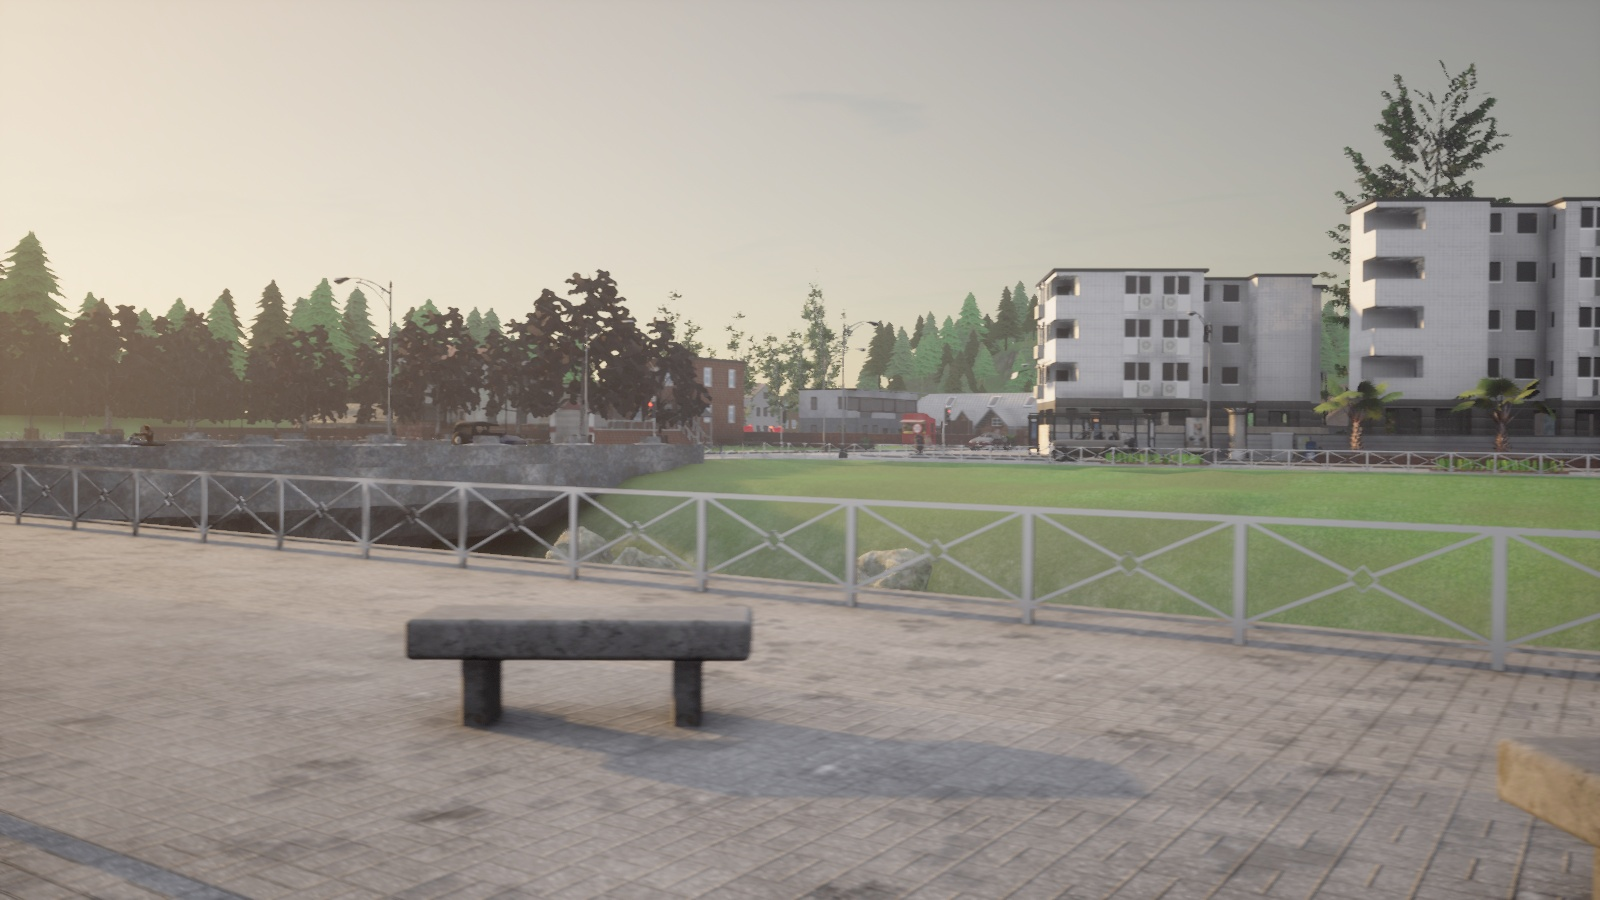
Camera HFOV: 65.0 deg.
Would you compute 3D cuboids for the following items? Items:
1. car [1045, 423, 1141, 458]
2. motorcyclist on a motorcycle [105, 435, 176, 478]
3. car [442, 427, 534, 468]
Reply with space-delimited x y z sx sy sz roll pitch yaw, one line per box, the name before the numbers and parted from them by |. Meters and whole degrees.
car | 15.802 -0.521 67.808 4.605 1.855 1.932 0 1 34
motorcyclist on a motorcycle | -25.866 0.244 49.285 0.766 1.649 2.350 0 1 34
car | -14.615 -0.145 59.000 1.905 1.878 3.866 0 1 33
